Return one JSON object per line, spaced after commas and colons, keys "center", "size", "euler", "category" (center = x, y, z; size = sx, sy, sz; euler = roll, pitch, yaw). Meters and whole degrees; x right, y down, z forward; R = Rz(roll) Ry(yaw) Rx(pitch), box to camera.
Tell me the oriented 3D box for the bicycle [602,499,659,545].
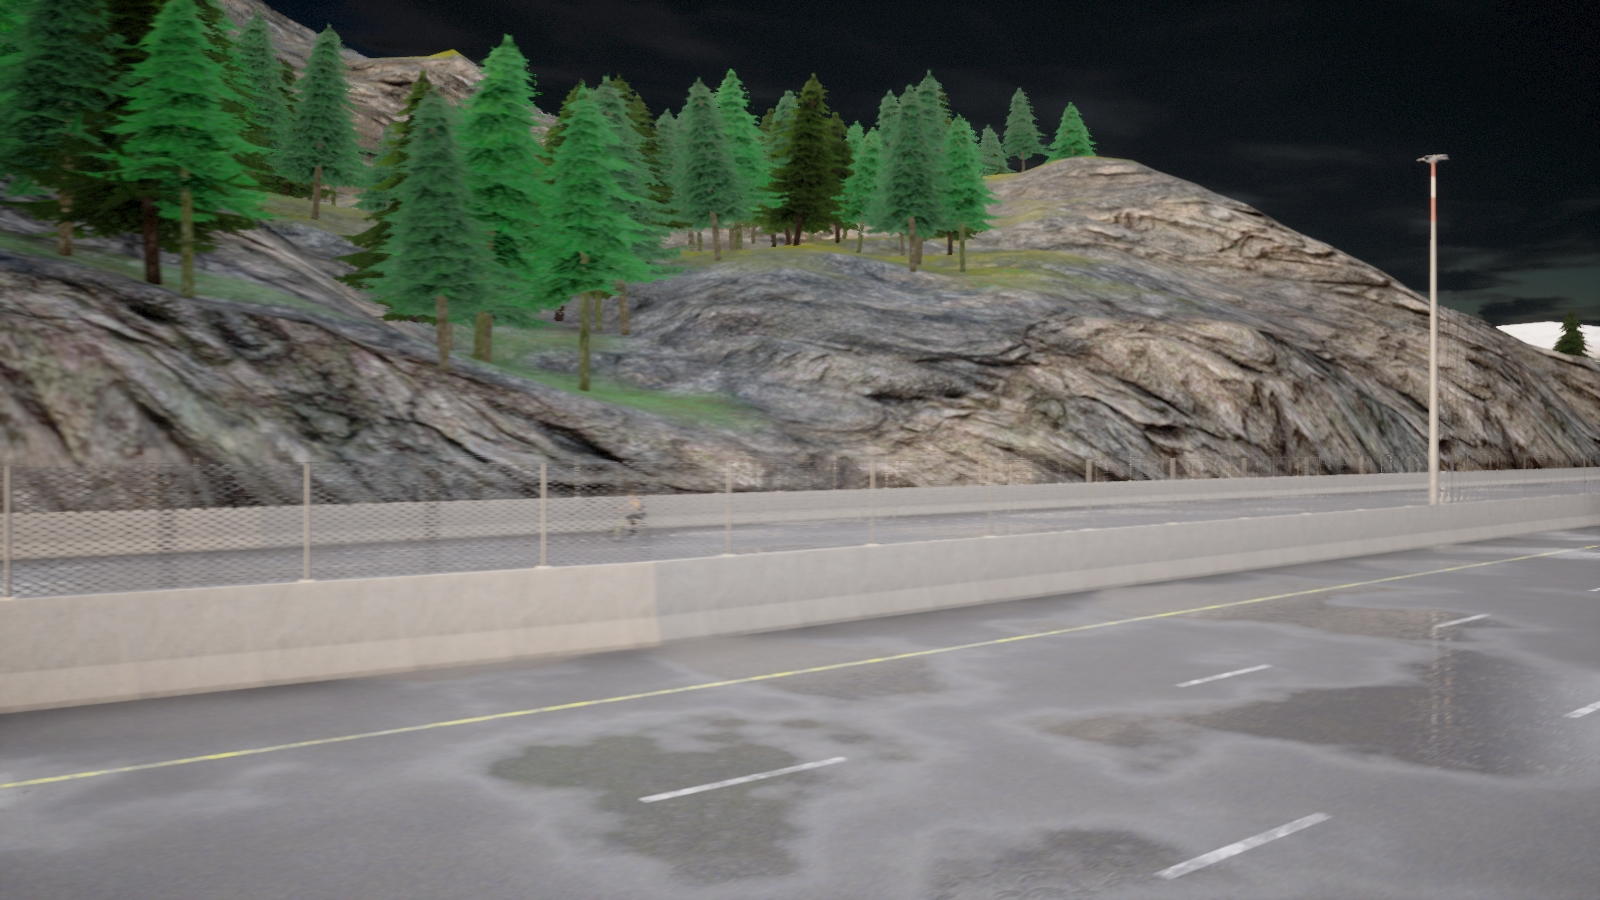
{"center": [-5.200, 2.192, 35.036], "size": [1.487, 1.295, 0.859], "euler": [0, 0, -39], "category": "bicycle"}
